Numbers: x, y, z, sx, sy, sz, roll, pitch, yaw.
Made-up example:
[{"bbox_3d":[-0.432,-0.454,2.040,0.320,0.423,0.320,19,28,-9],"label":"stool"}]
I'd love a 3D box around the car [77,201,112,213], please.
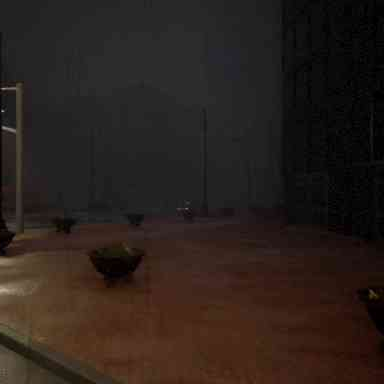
[{"bbox_3d":[-12.188,1.813,41.800,1.812,1.442,4.674,0,-1,35],"label":"car"}]

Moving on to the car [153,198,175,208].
[{"bbox_3d":[-4.680,1.905,58.342,2.097,1.767,4.553,0,-1,36],"label":"car"}]

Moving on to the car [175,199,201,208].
[{"bbox_3d":[-0.289,1.957,58.439,2.097,1.767,4.553,0,-1,35],"label":"car"}]

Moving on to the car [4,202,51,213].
[{"bbox_3d":[-18.907,1.793,38.397,1.895,1.301,4.718,0,-1,35],"label":"car"}]
